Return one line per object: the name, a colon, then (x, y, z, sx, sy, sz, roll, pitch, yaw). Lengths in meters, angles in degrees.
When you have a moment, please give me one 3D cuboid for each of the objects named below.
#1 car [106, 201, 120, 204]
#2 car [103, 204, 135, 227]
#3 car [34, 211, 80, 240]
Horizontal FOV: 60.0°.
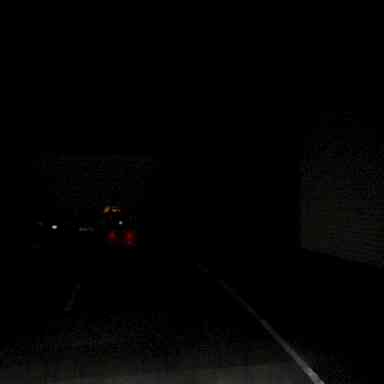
car: (-8.746, 1.785, 36.716, 1.882, 1.535, 5.008, 0, 0, -15)
car: (-5.379, 1.804, 24.515, 1.895, 1.301, 4.718, 0, 0, -15)
car: (-7.377, 1.733, 18.494, 1.994, 1.385, 4.181, 0, 0, -15)
